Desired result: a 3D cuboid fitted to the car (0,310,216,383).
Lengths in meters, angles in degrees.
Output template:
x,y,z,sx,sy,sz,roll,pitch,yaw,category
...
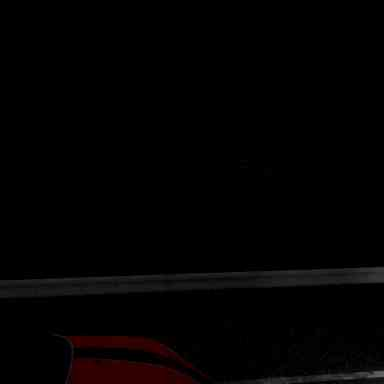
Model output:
x,y,z,sx,sy,sz,roll,pitch,yaw,category
-1.852,1.352,1.664,4.553,1.767,2.097,0,0,-6,car
